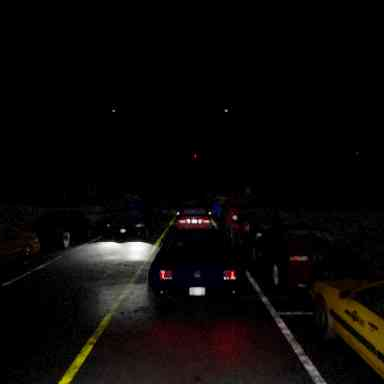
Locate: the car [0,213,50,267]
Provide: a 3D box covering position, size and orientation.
[{"bbox_3d":[-5.754,1.503,8.795,1.752,1.417,4.829,0,0,0],"label":"car"}]

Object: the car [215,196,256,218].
[{"bbox_3d":[2.786,1.265,19.828,2.192,1.841,5.009,0,0,0],"label":"car"}]

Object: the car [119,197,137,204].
[{"bbox_3d":[-5.732,1.378,25.277,1.967,1.590,4.097,0,0,0],"label":"car"}]

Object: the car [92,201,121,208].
[{"bbox_3d":[-5.740,1.476,19.670,1.752,1.417,4.829,0,0,0],"label":"car"}]

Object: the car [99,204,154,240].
[{"bbox_3d":[-3.062,1.522,16.722,1.994,1.385,4.181,0,0,0],"label":"car"}]

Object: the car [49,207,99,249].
[{"bbox_3d":[-5.746,1.529,14.402,1.947,1.339,4.313,0,0,0],"label":"car"}]

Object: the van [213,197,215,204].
[{"bbox_3d":[2.793,1.279,25.265,1.690,1.788,3.998,0,0,0],"label":"van"}]

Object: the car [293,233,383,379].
[{"bbox_3d":[2.765,1.515,3.685,1.752,1.417,4.829,0,0,0],"label":"car"}]

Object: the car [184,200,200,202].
[{"bbox_3d":[0.035,1.407,28.959,1.882,1.535,5.008,0,0,0],"label":"car"}]

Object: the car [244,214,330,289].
[{"bbox_3d":[2.772,1.521,8.953,1.887,1.381,4.507,0,0,0],"label":"car"}]

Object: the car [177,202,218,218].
[{"bbox_3d":[0.123,1.500,18.990,2.033,1.411,5.357,0,0,0],"label":"car"}]

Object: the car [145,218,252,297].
[{"bbox_3d":[0.110,1.579,8.494,1.895,1.301,4.718,0,0,0],"label":"car"}]

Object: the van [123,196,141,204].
[{"bbox_3d":[-5.725,1.266,30.714,1.690,1.788,3.998,0,0,0],"label":"van"}]

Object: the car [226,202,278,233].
[{"bbox_3d":[2.779,1.403,14.390,1.967,1.590,4.097,0,0,0],"label":"car"}]
